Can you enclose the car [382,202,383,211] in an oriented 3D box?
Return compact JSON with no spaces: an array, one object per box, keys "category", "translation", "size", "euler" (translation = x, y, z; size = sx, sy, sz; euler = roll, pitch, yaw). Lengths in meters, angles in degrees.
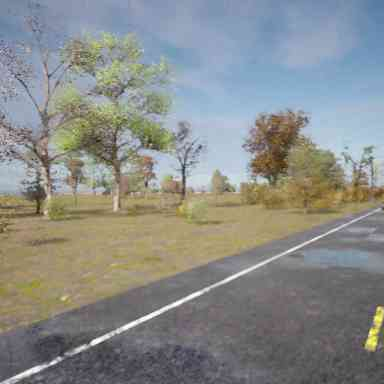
[{"category":"car","translation":[24.441,1.574,40.602],"size":[2.128,1.511,4.902],"euler":[-1,0,34]}]
